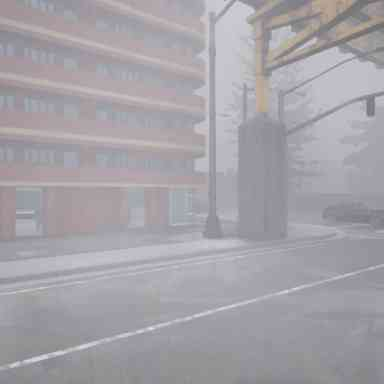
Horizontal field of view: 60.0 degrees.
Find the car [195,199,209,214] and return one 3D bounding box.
[{"bbox_3d":[0.664,1.529,36.421,2.128,1.511,4.902,0,0,-35],"label":"car"}]

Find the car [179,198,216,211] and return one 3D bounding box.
[{"bbox_3d":[0.606,1.591,42.898,2.033,1.411,5.357,0,0,-35],"label":"car"}]

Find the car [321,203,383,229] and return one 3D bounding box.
[{"bbox_3d":[11.092,1.491,22.048,2.128,1.511,4.902,0,0,-38],"label":"car"}]
